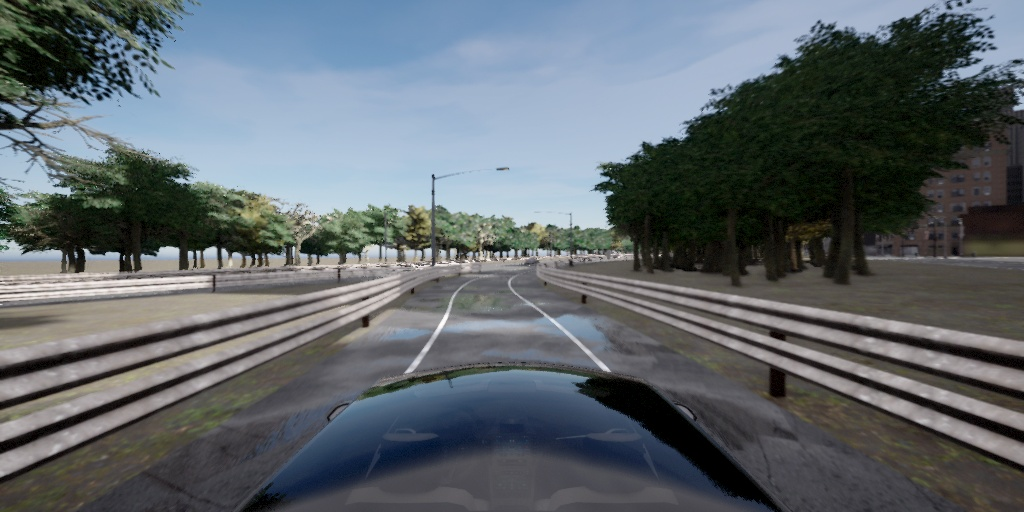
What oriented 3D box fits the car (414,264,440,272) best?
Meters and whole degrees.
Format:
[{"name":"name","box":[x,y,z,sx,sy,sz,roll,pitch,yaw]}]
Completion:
[{"name":"car","box":[-12.603,1.815,53.588,1.994,1.385,4.181,0,1,35]}]

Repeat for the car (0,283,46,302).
[{"name":"car","box":[-33.773,2.326,23.064,1.812,1.442,4.674,0,1,35]}]
